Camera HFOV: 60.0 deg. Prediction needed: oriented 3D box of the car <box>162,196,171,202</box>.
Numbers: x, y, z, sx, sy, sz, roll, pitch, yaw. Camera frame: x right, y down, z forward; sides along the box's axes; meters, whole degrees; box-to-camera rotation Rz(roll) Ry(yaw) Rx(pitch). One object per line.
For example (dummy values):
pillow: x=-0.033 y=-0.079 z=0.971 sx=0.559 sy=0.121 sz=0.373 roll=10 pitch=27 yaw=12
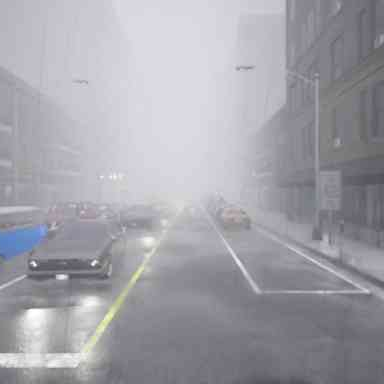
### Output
car: x=-5.866 y=1.636 z=77.085 sx=1.887 sy=1.381 sz=4.507 roll=0 pitch=0 yaw=0

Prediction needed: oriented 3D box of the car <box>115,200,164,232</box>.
car: x=-3.101 y=1.504 z=20.574 sx=1.882 sy=1.535 sz=5.008 roll=0 pitch=0 yaw=0

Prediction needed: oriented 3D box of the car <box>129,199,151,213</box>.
car: x=-5.862 y=1.568 z=37.745 sx=1.752 sy=1.417 sz=4.829 roll=0 pitch=0 yaw=0

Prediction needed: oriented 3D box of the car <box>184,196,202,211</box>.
car: x=0.050 y=1.576 z=40.968 sx=1.812 sy=1.442 sz=4.674 roll=0 pitch=0 yaw=0

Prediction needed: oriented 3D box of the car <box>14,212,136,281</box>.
car: x=-3.125 y=1.562 z=10.247 sx=2.033 sy=1.411 sz=5.357 roll=0 pitch=0 yaw=-4

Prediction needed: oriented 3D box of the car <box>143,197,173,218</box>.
car: x=-3.087 y=1.515 z=31.019 sx=1.882 sy=1.535 sz=5.008 roll=0 pitch=0 yaw=0

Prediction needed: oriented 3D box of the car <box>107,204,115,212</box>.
car: x=-5.860 y=1.465 z=21.127 sx=1.967 sy=1.590 sz=4.097 roll=0 pitch=0 yaw=0

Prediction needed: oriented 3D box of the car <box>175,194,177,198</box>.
car: x=-5.867 y=1.659 z=88.276 sx=2.008 sy=1.369 sz=4.403 roll=0 pitch=0 yaw=0

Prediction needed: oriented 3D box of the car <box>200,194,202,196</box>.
car: x=2.994 y=1.299 z=60.947 sx=2.150 sy=2.045 sz=5.566 roll=0 pitch=0 yaw=0

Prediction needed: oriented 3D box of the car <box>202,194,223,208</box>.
car: x=2.664 y=1.364 z=37.935 sx=2.192 sy=1.841 sz=5.009 roll=0 pitch=0 yaw=0

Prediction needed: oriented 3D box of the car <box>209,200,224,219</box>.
car: x=2.666 y=1.587 z=26.746 sx=2.008 sy=1.369 sz=4.403 roll=0 pitch=0 yaw=0

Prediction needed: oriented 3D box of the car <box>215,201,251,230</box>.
car: x=2.666 y=1.556 z=21.322 sx=1.752 sy=1.417 sz=4.829 roll=0 pitch=0 yaw=0

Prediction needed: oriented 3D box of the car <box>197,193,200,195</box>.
car: x=2.659 y=1.537 z=77.094 sx=1.967 sy=1.590 sz=4.097 roll=0 pitch=0 yaw=0

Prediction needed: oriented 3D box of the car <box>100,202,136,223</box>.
car: x=-5.861 y=1.576 z=26.723 sx=1.887 sy=1.381 sz=4.507 roll=0 pitch=0 yaw=0

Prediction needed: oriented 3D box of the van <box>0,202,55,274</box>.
van: x=-5.859 y=1.353 z=9.936 sx=1.690 sy=1.788 sz=3.998 roll=0 pitch=0 yaw=0

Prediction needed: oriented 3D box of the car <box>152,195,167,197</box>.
car: x=-5.863 y=1.377 z=54.702 sx=2.192 sy=1.841 sz=5.009 roll=0 pitch=0 yaw=0

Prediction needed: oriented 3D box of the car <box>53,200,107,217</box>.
car: x=-5.860 y=1.334 z=15.532 sx=2.192 sy=1.841 sz=5.009 roll=0 pitch=0 yaw=0

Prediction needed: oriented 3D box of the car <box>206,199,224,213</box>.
car: x=2.665 y=1.609 z=32.340 sx=1.947 sy=1.339 sz=4.313 roll=0 pitch=0 yaw=0
